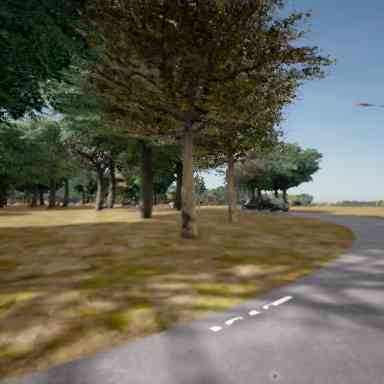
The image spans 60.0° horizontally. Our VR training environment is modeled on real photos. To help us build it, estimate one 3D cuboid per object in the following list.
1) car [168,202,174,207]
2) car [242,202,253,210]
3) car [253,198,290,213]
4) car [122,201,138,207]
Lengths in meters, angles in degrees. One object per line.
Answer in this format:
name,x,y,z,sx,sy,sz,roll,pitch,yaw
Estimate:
car,-3.001,2.607,70.862,4.674,1.442,1.812,-1,-3,42
car,10.860,2.462,58.051,1.837,1.490,4.892,2,-2,-34
car,11.547,1.887,47.526,2.150,2.045,5.566,2,-2,-21
car,-15.427,2.937,82.494,2.128,1.511,4.902,3,-3,-43
